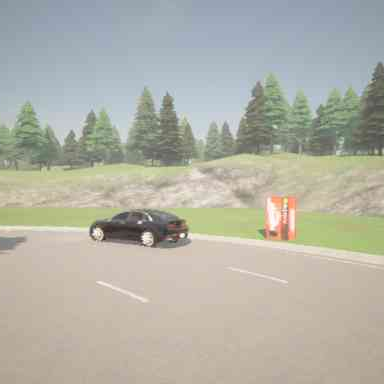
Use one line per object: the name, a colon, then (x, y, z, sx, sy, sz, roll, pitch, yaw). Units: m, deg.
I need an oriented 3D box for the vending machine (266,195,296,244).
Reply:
vending machine: (4.051, 1.195, 15.098, 0.880, 2.100, 1.100, 0, 0, 43)

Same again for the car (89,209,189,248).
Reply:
car: (-2.449, 1.505, 14.755, 4.892, 1.490, 1.837, 0, -1, 32)
